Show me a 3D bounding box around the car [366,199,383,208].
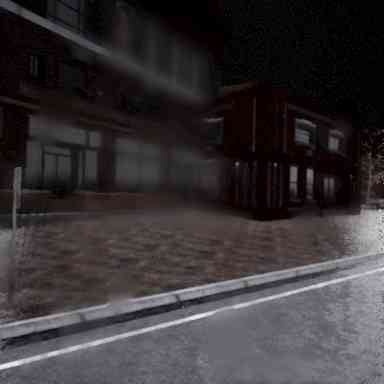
[{"bbox_3d":[30.707,1.887,54.646,2.128,1.511,4.902,2,0,-8],"label":"car"}]
